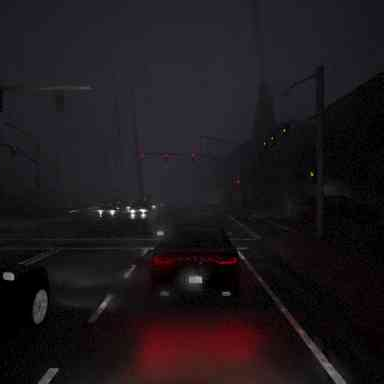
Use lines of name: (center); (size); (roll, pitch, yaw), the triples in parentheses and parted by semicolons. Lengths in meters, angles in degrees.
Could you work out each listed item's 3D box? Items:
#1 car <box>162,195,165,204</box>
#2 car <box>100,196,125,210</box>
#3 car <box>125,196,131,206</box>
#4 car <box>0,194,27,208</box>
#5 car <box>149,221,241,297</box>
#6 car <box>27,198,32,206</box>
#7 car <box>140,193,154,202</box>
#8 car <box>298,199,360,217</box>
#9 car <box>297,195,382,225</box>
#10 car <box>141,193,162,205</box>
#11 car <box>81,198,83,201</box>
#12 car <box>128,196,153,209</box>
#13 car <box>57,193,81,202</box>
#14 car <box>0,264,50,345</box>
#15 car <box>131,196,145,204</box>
car: (-6.605, 1.352, 66.373); (2.097, 1.767, 4.553); (0, 0, 2)
car: (-10.705, 1.505, 44.077); (1.837, 1.490, 4.892); (0, 0, 1)
car: (-10.513, 1.352, 53.077); (2.097, 1.767, 4.553); (0, 0, 2)
car: (-24.946, 1.153, 44.090); (4.605, 1.855, 1.932); (0, 0, 0)
car: (0.070, 1.478, 8.635); (1.882, 1.535, 5.008); (0, 0, 0)
car: (-24.888, 1.156, 46.985); (3.866, 1.878, 1.905); (0, 0, 0)
car: (-9.873, 1.200, 73.904); (2.150, 2.045, 5.566); (0, 0, 2)
car: (12.661, 1.478, 30.894); (5.008, 1.535, 1.882); (0, 0, 0)
car: (10.368, 1.221, 23.688); (5.566, 2.045, 2.150); (0, 0, 0)
car: (-6.910, 1.352, 56.520); (2.097, 1.767, 4.553); (0, 0, 2)
car: (-24.888, 1.395, 69.503); (3.806, 1.475, 1.970); (0, 0, 0)
car: (-7.157, 1.601, 46.712); (1.895, 1.301, 4.718); (0, 0, 1)
car: (-24.903, 1.156, 66.608); (3.866, 1.878, 1.905); (0, 0, 0)
car: (-3.440, 1.478, 3.903); (1.882, 1.535, 5.008); (0, 0, 0)
car: (-10.211, 1.526, 63.223); (1.812, 1.442, 4.674); (0, 0, 2)
